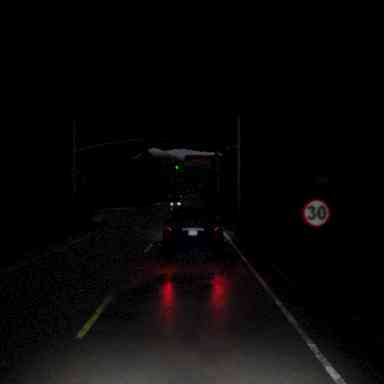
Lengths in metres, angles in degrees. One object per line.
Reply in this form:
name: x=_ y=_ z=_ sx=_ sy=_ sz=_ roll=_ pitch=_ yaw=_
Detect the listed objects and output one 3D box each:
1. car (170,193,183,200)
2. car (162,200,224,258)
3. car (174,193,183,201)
car: x=-3.476 y=1.478 z=70.453 sx=1.837 sy=1.490 sz=4.892 roll=0 pitch=0 yaw=0
car: x=0.048 y=1.347 z=12.895 sx=2.097 sy=1.767 sz=4.553 roll=0 pitch=0 yaw=1
car: x=-3.471 y=1.182 z=86.065 sx=2.150 sy=2.045 sz=5.566 roll=0 pitch=0 yaw=0
